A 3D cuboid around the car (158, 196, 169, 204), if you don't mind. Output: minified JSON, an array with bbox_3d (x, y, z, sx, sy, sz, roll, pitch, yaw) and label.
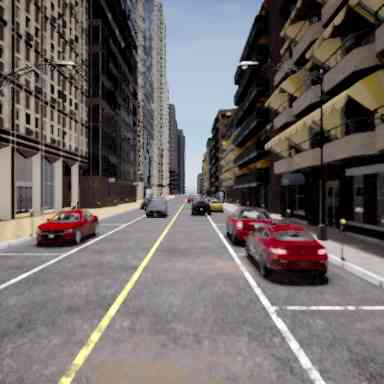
[{"bbox_3d":[-5.711,1.546,66.383,1.752,1.417,4.829,0,0,0],"label":"car"}]

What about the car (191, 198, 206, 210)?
[{"bbox_3d":[0.797,1.513,43.376,1.837,1.490,4.892,0,0,0],"label":"car"}]

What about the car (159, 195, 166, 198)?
[{"bbox_3d":[-5.707,1.563,55.256,2.008,1.369,4.403,0,0,0],"label":"car"}]

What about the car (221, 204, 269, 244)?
[{"bbox_3d":[2.686,1.441,15.719,1.967,1.590,4.097,0,0,0],"label":"car"}]

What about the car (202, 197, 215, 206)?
[{"bbox_3d":[2.673,1.564,55.259,2.008,1.369,4.403,0,0,0],"label":"car"}]

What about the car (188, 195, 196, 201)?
[{"bbox_3d":[-0.027,1.495,85.350,1.994,1.385,4.181,0,0,0],"label":"car"}]

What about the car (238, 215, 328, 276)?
[{"bbox_3d":[2.688,1.582,10.071,1.802,1.307,4.206,0,0,0],"label":"car"}]

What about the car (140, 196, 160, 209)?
[{"bbox_3d":[-5.704,1.572,43.959,1.947,1.339,4.313,0,0,0],"label":"car"}]

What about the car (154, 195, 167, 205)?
[{"bbox_3d":[-5.710,1.457,60.905,1.967,1.590,4.097,0,0,0],"label":"car"}]

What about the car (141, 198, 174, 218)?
[{"bbox_3d":[-3.109,1.550,30.714,2.033,1.411,5.357,0,0,0],"label":"car"}]

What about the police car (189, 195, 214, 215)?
[{"bbox_3d":[0.889,1.429,33.485,1.930,1.638,5.238,0,0,0],"label":"police car"}]

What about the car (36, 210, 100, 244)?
[{"bbox_3d":[-5.694,1.544,15.717,1.887,1.381,4.507,0,0,0],"label":"car"}]

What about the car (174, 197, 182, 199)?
[{"bbox_3d":[-3.023,1.259,71.420,2.033,1.411,5.357,0,0,0],"label":"car"}]

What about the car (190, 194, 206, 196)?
[{"bbox_3d":[0.884,1.515,49.376,1.837,1.490,4.892,0,0,0],"label":"car"}]

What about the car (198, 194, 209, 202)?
[{"bbox_3d":[2.666,1.347,77.853,2.192,1.841,5.009,0,0,0],"label":"car"}]

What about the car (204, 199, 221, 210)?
[{"bbox_3d":[2.677,1.573,43.962,1.947,1.339,4.313,0,0,0],"label":"car"}]

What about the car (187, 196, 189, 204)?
[{"bbox_3d":[-0.019,1.590,66.526,1.994,1.385,4.181,0,0,0],"label":"car"}]

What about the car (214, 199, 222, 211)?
[{"bbox_3d":[2.679,1.530,38.483,1.752,1.417,4.829,0,0,0],"label":"car"}]
